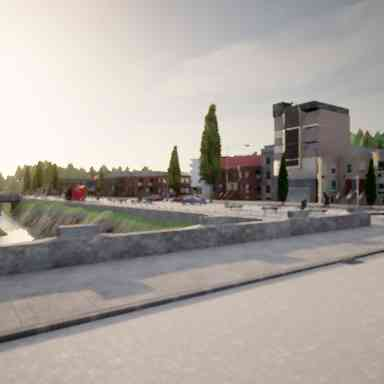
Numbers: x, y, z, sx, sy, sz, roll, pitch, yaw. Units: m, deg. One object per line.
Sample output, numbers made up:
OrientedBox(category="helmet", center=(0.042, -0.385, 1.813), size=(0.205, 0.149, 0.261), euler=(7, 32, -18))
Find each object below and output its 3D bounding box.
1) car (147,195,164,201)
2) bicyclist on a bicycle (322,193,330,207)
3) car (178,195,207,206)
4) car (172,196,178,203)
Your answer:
OrientedBox(category="car", center=(-7.434, 1.237, 66.683), size=(1.994, 1.385, 4.181), euler=(-1, 0, -35))
OrientedBox(category="bicyclist on a bicycle", center=(16.320, 0.976, 40.578), size=(1.656, 1.620, 0.582), euler=(-1, 1, -35))
OrientedBox(category="car", center=(0.314, 1.239, 48.683), size=(1.812, 1.442, 4.674), euler=(-1, 0, -35))
OrientedBox(category="car", center=(-1.703, 1.198, 58.684), size=(1.812, 1.442, 4.674), euler=(-1, 0, -35))
